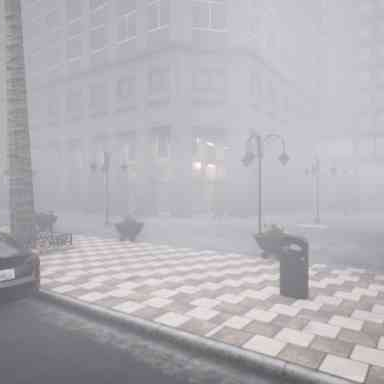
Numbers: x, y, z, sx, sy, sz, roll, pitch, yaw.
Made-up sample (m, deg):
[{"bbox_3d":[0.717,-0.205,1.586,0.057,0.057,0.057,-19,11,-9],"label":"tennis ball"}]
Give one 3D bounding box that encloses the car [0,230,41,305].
[{"bbox_3d":[-5.233,1.516,7.191,4.786,1.482,2.161,0,0,35],"label":"car"}]
